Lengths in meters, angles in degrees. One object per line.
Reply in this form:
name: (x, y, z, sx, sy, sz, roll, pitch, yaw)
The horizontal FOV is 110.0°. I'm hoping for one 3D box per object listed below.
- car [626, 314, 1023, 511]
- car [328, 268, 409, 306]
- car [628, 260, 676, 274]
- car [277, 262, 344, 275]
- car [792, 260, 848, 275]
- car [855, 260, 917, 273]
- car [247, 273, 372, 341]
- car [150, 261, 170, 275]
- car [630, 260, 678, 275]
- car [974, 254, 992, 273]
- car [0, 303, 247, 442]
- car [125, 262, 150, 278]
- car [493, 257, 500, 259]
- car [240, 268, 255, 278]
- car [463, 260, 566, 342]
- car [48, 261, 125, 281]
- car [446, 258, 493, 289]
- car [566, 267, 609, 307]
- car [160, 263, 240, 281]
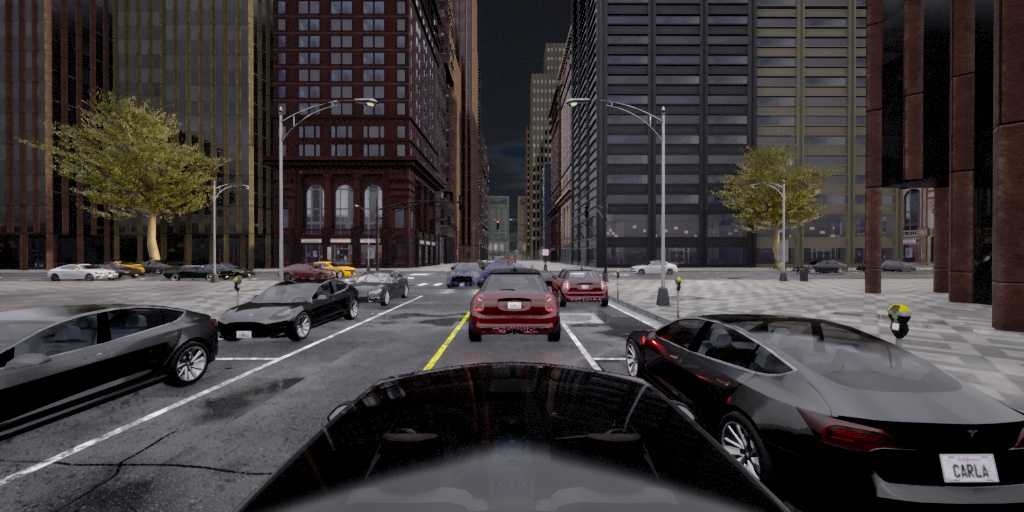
car: (2.764, 1.316, 4.242, 1.948, 1.339, 4.313, 0, 0, 0)
car: (-5.750, 1.301, 15.521, 2.007, 1.370, 4.403, 0, 0, 0)
car: (15.690, 1.216, 40.362, 4.674, 1.442, 1.812, 0, 0, 0)
car: (-17.240, 1.345, 30.371, 4.674, 1.442, 1.812, 0, 0, -2)
car: (31.827, 1.176, 37.127, 4.892, 1.490, 1.837, 0, 0, 0)
car: (42.067, 1.184, 40.360, 5.357, 1.411, 2.033, 0, 0, 0)
car: (-5.756, 1.316, 9.884, 1.948, 1.339, 4.313, 0, 0, 0)
car: (-40.313, 1.341, 40.294, 4.892, 1.490, 1.837, 0, 0, 0)
car: (14.688, 1.234, 37.118, 4.674, 1.442, 1.812, 0, 0, 1)
car: (49.177, 0.858, 37.053, 5.566, 2.045, 2.150, 0, 0, 0)
car: (-5.761, 1.316, 4.248, 1.948, 1.339, 4.313, 0, 0, 0)
car: (-37.890, 1.409, 33.597, 5.357, 1.411, 2.033, 0, 0, -1)
car: (-3.022, 1.296, 51.981, 1.812, 1.442, 4.674, 0, 0, 1)
car: (-27.256, 1.379, 33.611, 5.357, 1.411, 2.033, 0, 0, 0)
car: (0.075, 1.102, 9.977, 2.097, 1.767, 4.553, 0, 0, 1)
car: (-36.309, 1.398, 30.354, 4.674, 1.442, 1.812, 0, 0, 0)
car: (-2.768, 1.107, 23.201, 2.097, 1.767, 4.553, 0, 0, 4)
car: (2.775, 1.191, 15.514, 1.967, 1.591, 4.097, 0, 0, 0)
car: (-26.340, 1.445, 30.361, 4.718, 1.301, 1.895, 0, 0, 0)
